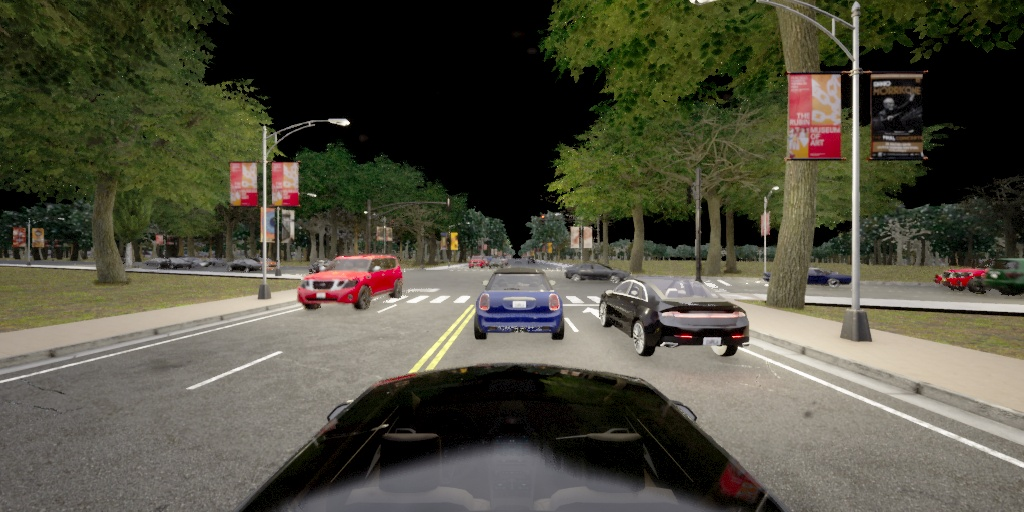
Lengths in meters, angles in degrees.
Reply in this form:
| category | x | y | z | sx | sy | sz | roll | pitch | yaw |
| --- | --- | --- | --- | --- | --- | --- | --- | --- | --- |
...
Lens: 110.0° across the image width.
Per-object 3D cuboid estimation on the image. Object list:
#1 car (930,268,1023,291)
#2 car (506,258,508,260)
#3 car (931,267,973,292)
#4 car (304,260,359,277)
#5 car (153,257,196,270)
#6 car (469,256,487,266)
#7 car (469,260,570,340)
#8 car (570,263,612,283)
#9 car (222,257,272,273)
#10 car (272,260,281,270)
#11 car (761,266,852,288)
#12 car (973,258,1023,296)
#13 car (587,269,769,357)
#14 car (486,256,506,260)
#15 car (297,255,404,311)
| category | x | y | z | sx | sy | sz | roll | pitch | yaw |
| --- | --- | --- | --- | --- | --- | --- | --- | --- | --- |
| car | 31.481 | 1.537 | 23.674 | 4.718 | 1.301 | 1.895 | 0 | 0 | 24 |
| car | -2.210 | 1.359 | 64.872 | 1.895 | 1.301 | 4.718 | 0 | 0 | 1 |
| car | 29.307 | 1.153 | 21.077 | 5.566 | 2.045 | 2.150 | 0 | 0 | 25 |
| car | -17.410 | 1.163 | 34.578 | 4.902 | 1.511 | 2.128 | 0 | 0 | 24 |
| car | -43.581 | 1.010 | 46.283 | 5.008 | 1.535 | 1.882 | 0 | 0 | 24 |
| car | -5.630 | 0.978 | 57.948 | 2.150 | 2.045 | 5.566 | 0 | 0 | 1 |
| car | 0.191 | 1.102 | 10.136 | 2.097 | 1.767 | 4.553 | 0 | 0 | 1 |
| car | 6.518 | 1.306 | 27.468 | 4.892 | 1.490 | 1.837 | 0 | 0 | 24 |
| car | -29.586 | 1.082 | 40.011 | 5.008 | 1.535 | 1.882 | 1 | 0 | 24 |
| car | -30.588 | 0.944 | 44.018 | 4.553 | 1.767 | 2.097 | 0 | 0 | 24 |
| car | 20.393 | 1.478 | 25.058 | 4.718 | 1.301 | 1.895 | 0 | 0 | 24 |
| car | 27.973 | 1.154 | 17.902 | 5.566 | 2.045 | 2.150 | 0 | 0 | 24 |
| car | 3.428 | 1.241 | 8.548 | 2.128 | 1.511 | 4.902 | 0 | 0 | 0 |
| car | -2.401 | 1.108 | 55.881 | 2.097 | 1.767 | 4.553 | 0 | 0 | 1 |
| car | -6.312 | 0.971 | 14.852 | 2.150 | 2.045 | 5.566 | 0 | 0 | 3 |
